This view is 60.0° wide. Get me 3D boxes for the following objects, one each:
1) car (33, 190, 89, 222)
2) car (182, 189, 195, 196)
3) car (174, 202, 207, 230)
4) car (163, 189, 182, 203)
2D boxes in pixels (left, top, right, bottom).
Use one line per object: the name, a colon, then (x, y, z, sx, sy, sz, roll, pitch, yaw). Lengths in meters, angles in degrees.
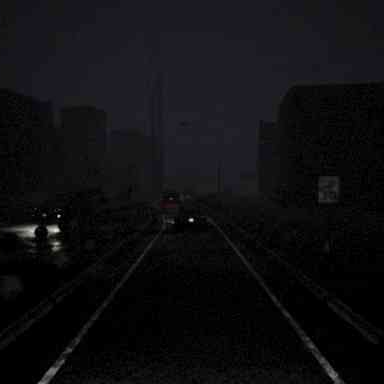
car: (-9.787, 1.026, 25.360, 2.150, 2.045, 5.566, 0, 4, 6)
car: (-0.807, 0.036, 64.869, 2.033, 1.411, 5.357, 0, 0, 14)
car: (-0.172, 1.589, 21.333, 1.994, 1.385, 4.181, 0, 1, -4)
car: (-2.410, 0.412, 39.389, 1.837, 1.490, 4.892, -1, 3, -3)
